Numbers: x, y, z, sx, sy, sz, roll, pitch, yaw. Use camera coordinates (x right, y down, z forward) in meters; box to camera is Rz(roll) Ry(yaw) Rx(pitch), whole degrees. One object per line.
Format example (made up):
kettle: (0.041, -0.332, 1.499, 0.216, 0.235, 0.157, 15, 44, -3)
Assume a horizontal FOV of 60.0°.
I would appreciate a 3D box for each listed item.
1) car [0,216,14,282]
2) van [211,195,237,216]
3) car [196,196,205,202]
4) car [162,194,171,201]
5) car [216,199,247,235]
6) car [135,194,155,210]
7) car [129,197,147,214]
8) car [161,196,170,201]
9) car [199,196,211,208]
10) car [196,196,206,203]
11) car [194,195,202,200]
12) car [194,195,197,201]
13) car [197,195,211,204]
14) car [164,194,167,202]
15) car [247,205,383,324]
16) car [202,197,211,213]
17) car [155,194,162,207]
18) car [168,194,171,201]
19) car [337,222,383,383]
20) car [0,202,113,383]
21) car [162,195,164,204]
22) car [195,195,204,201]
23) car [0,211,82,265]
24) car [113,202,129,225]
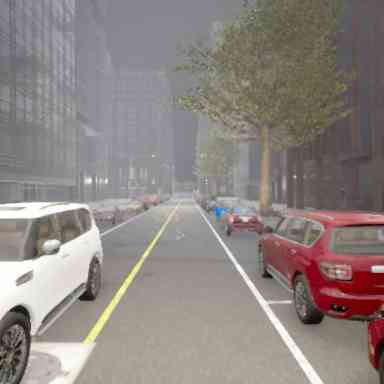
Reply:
car: (-5.751, 1.463, 6.913, 1.967, 1.590, 4.097, 0, 0, -1)
van: (2.530, 1.292, 23.939, 1.690, 1.788, 3.998, 0, 0, -1)
car: (1.798, 1.556, 74.689, 1.802, 1.307, 4.206, 0, 0, -1)
car: (-6.973, 1.370, 91.485, 2.192, 1.841, 5.009, -1, 0, -1)
car: (2.612, 1.398, 18.300, 1.967, 1.590, 4.097, 0, 0, -1)
car: (-6.241, 1.309, 40.742, 2.192, 1.841, 5.009, 0, 0, -1)
car: (-6.155, 1.517, 34.935, 1.752, 1.417, 4.829, 0, 0, -1)
car: (-6.889, 1.610, 85.847, 1.947, 1.339, 4.313, 0, 0, -1)
car: (2.286, 1.509, 40.855, 1.947, 1.339, 4.313, 0, 0, -1)
car: (1.876, 1.492, 69.221, 1.752, 1.417, 4.829, 0, 0, -1)
car: (1.554, 1.571, 91.605, 1.947, 1.339, 4.313, -1, 0, -1)
car: (1.961, 1.526, 63.411, 1.947, 1.339, 4.313, 0, 0, -1)
car: (2.203, 1.263, 46.494, 2.192, 1.841, 5.009, 0, 0, -1)
car: (-6.566, 1.326, 63.295, 2.192, 1.841, 5.009, 0, 0, -1)
car: (2.773, 1.288, 7.022, 2.192, 1.841, 5.009, 0, 0, -1)
car: (2.367, 1.523, 35.217, 1.802, 1.307, 4.206, 0, 0, -1)
car: (-6.403, 1.317, 52.019, 2.192, 1.841, 5.009, 0, 0, -1)
car: (-6.808, 1.599, 80.210, 1.947, 1.339, 4.313, 0, 0, -1)
car: (2.854, 1.296, 1.383, 2.192, 1.841, 5.009, 0, 0, -1)
car: (-3.059, 1.231, 5.420, 2.150, 2.045, 5.566, 0, 0, -1)
car: (-6.482, 1.572, 57.657, 1.947, 1.339, 4.313, 0, 0, -1)
car: (1.715, 1.422, 80.329, 1.967, 1.590, 4.097, -1, 0, -1)
car: (-5.831, 1.560, 12.551, 1.887, 1.381, 4.507, 0, 0, -1)
car: (-5.994, 1.583, 23.829, 1.802, 1.307, 4.206, 0, 0, -1)
